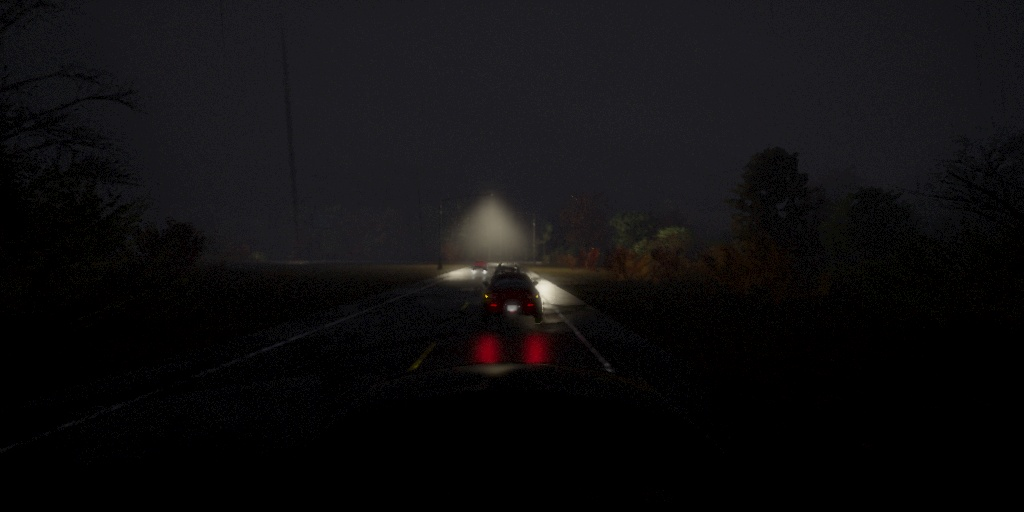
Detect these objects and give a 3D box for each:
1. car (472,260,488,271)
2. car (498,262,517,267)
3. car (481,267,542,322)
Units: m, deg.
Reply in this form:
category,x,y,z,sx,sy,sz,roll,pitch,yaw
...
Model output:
category,x,y,z,sx,sy,sz,roll,pitch,yaw
car,-4.430,1.271,49.554,1.812,1.442,4.674,0,0,-1
car,-0.335,1.242,27.845,2.128,1.511,4.902,0,0,-1
car,-0.040,1.279,12.218,1.812,1.442,4.674,0,0,-1
